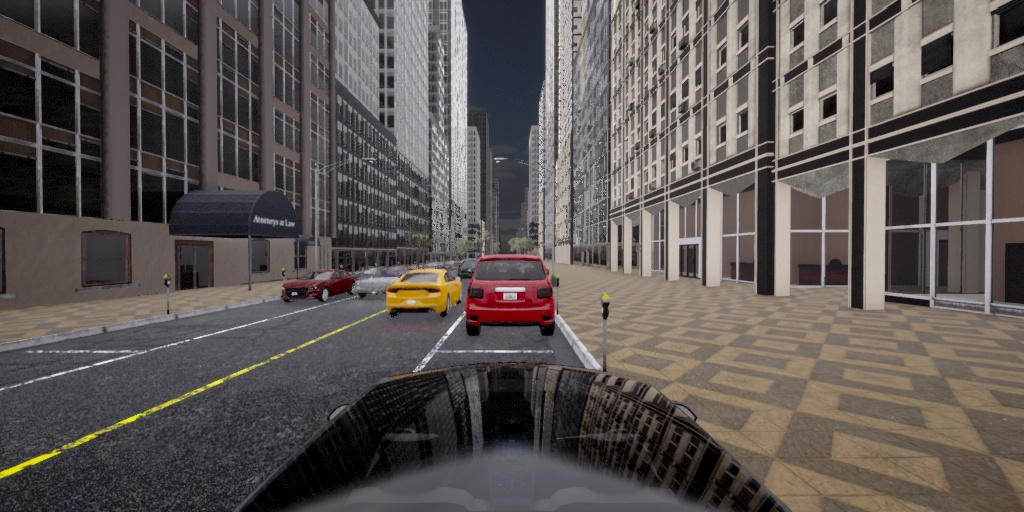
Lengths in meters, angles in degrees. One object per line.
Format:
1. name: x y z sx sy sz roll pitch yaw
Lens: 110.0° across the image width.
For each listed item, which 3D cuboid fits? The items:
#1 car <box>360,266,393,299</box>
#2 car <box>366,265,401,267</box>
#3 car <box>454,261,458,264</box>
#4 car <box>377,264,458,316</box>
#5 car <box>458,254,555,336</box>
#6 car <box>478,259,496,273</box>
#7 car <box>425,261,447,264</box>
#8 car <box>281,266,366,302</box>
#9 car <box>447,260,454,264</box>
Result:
1. car: -6.246 1.348 18.438 1.895 1.301 4.718 0 0 0
2. car: -8.838 1.297 22.523 2.007 1.370 4.403 0 0 0
3. car: -3.146 1.096 29.294 2.097 1.767 4.553 0 0 0
4. car: -3.046 1.225 13.319 1.882 1.535 5.008 0 0 0
5. car: -0.039 0.976 10.531 2.150 2.045 5.566 0 0 0
6. car: -3.046 1.219 44.804 1.882 1.535 5.008 0 0 0
7. car: -8.837 1.294 39.574 2.007 1.370 4.403 0 0 0
8. car: -8.837 1.292 16.839 1.888 1.381 4.507 0 0 0
9. car: -8.837 1.291 50.940 2.007 1.370 4.403 0 0 0
